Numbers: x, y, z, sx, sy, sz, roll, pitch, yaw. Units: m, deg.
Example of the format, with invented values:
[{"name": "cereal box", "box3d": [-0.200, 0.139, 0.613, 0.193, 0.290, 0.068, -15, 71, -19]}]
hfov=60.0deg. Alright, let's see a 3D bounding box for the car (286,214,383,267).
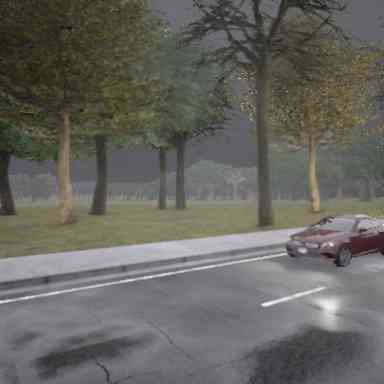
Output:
[{"name": "car", "box3d": [5.245, 1.501, 11.402, 4.674, 1.442, 1.812, 0, 0, -35]}]
